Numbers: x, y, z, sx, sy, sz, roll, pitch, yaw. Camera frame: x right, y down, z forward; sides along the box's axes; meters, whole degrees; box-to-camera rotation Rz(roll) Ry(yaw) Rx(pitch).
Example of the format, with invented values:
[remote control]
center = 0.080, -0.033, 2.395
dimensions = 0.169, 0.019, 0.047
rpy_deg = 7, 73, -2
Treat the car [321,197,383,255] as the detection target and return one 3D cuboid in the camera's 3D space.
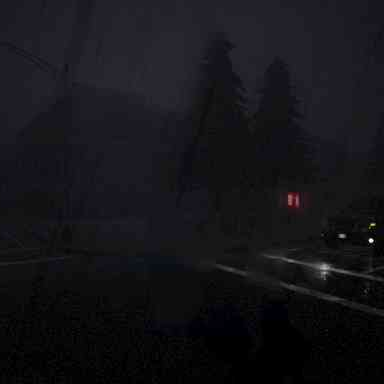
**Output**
[car]
center = 7.682, 1.248, 13.754
dimensions = 5.566, 2.045, 2.150
rpy_deg = 0, 0, -37
